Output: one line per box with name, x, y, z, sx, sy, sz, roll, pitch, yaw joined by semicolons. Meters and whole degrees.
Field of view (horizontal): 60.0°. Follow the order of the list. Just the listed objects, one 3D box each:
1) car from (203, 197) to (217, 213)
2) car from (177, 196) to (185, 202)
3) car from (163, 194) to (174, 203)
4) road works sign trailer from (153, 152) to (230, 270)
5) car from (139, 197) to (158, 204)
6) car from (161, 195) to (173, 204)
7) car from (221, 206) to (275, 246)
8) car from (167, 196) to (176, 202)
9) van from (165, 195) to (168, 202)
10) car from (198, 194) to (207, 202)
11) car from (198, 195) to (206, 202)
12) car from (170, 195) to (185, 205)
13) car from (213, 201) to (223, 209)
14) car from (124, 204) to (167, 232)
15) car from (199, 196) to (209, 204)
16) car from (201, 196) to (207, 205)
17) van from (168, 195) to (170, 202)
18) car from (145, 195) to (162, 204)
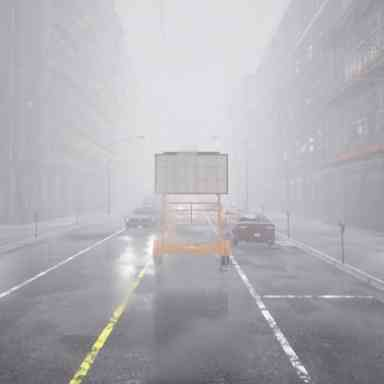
car;2.566;1.610;37.470;1.887;1.381;4.507;1;0;0
car;-2.792;1.732;86.741;1.882;1.535;5.008;0;0;0
car;-5.329;1.520;76.243;2.192;1.841;5.009;1;0;0
road works sign trailer;-0.017;0.475;11.018;2.380;3.560;2.880;0;0;0
car;-5.313;1.590;37.360;1.752;1.417;4.829;2;0;0
car;-5.326;1.495;70.713;2.192;1.841;5.009;1;0;0
car;2.578;1.562;15.348;1.887;1.381;4.507;1;0;0
car;-5.341;1.824;87.304;1.947;1.339;4.313;1;0;0
van;-5.317;1.455;54.120;1.690;1.788;3.998;2;0;0
car;2.514;1.545;81.718;2.192;1.841;5.009;1;0;0
car;2.555;1.679;59.594;1.887;1.381;4.507;1;0;0
car;-2.844;1.620;61.789;1.882;1.535;5.008;0;0;0
car;2.575;1.552;21.050;1.752;1.417;4.829;1;0;0
car;-2.861;1.627;20.560;1.895;1.301;4.718;0;0;0
car;2.559;1.620;70.656;1.967;1.590;4.097;1;0;0
car;2.563;1.630;43.002;2.008;1.369;4.403;1;0;0
van;-5.321;1.476;59.652;1.690;1.788;3.998;1;0;0
car;-5.311;1.395;43.062;2.192;1.841;5.009;2;0;0
